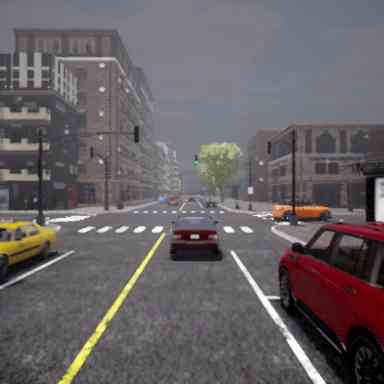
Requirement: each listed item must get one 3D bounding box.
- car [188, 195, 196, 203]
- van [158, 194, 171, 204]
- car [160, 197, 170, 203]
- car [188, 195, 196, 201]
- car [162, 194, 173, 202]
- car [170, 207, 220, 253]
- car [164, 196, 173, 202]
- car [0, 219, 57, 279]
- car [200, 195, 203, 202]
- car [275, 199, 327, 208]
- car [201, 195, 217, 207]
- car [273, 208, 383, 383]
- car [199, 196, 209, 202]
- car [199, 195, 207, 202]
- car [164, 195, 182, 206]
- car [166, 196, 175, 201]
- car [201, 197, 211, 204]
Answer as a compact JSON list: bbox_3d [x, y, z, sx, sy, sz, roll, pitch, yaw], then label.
[{"bbox_3d":[0.015,1.593,74.898,2.128,1.511,4.902,0,0,0],"label":"car"},{"bbox_3d":[-5.679,1.399,65.225,1.690,1.788,3.998,0,0,0],"label":"van"},{"bbox_3d":[-5.678,1.651,70.922,1.802,1.307,4.206,0,0,0],"label":"car"},{"bbox_3d":[0.017,1.568,85.321,1.994,1.385,4.181,0,0,0],"label":"car"},{"bbox_3d":[-5.677,1.397,76.619,2.192,1.841,5.009,0,0,0],"label":"car"},{"bbox_3d":[0.112,1.547,13.642,2.033,1.411,5.357,0,0,0],"label":"car"},{"bbox_3d":[-5.675,1.662,82.316,1.947,1.339,4.313,0,0,0],"label":"car"},{"bbox_3d":[-5.689,1.525,10.012,1.752,1.417,4.829,0,0,0],"label":"car"},{"bbox_3d":[2.700,1.478,53.829,1.967,1.590,4.097,0,0,0],"label":"car"},{"bbox_3d":[9.000,1.398,26.999,4.553,1.767,2.097,0,0,-9],"label":"car"},{"bbox_3d":[2.699,1.580,48.131,2.008,1.369,4.403,0,0,0],"label":"car"},{"bbox_3d":[2.691,1.315,4.640,2.192,1.841,5.009,0,0,0],"label":"car"},{"bbox_3d":[2.704,1.633,76.615,2.008,1.369,4.403,0,0,0],"label":"car"},{"bbox_3d":[2.705,1.536,82.312,1.967,1.590,4.097,0,0,0],"label":"car"},{"bbox_3d":[-3.047,1.565,54.498,1.812,1.442,4.674,0,0,0],"label":"car"},{"bbox_3d":[-5.674,1.662,88.012,2.008,1.369,4.403,0,0,0],"label":"car"},{"bbox_3d":[2.702,1.639,65.222,1.802,1.307,4.206,0,0,0],"label":"car"}]
